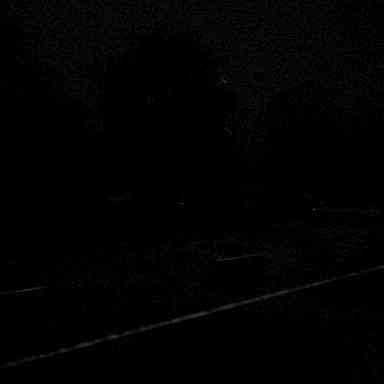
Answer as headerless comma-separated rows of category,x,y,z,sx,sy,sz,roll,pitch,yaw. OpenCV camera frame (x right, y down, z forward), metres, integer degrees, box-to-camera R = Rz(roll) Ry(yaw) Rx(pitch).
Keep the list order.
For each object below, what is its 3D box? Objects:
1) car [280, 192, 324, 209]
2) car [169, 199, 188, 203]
car,13.894,0.999,42.364,2.150,2.045,5.566,0,1,-37
car,-2.502,1.290,64.036,1.837,1.490,4.892,0,0,-37
